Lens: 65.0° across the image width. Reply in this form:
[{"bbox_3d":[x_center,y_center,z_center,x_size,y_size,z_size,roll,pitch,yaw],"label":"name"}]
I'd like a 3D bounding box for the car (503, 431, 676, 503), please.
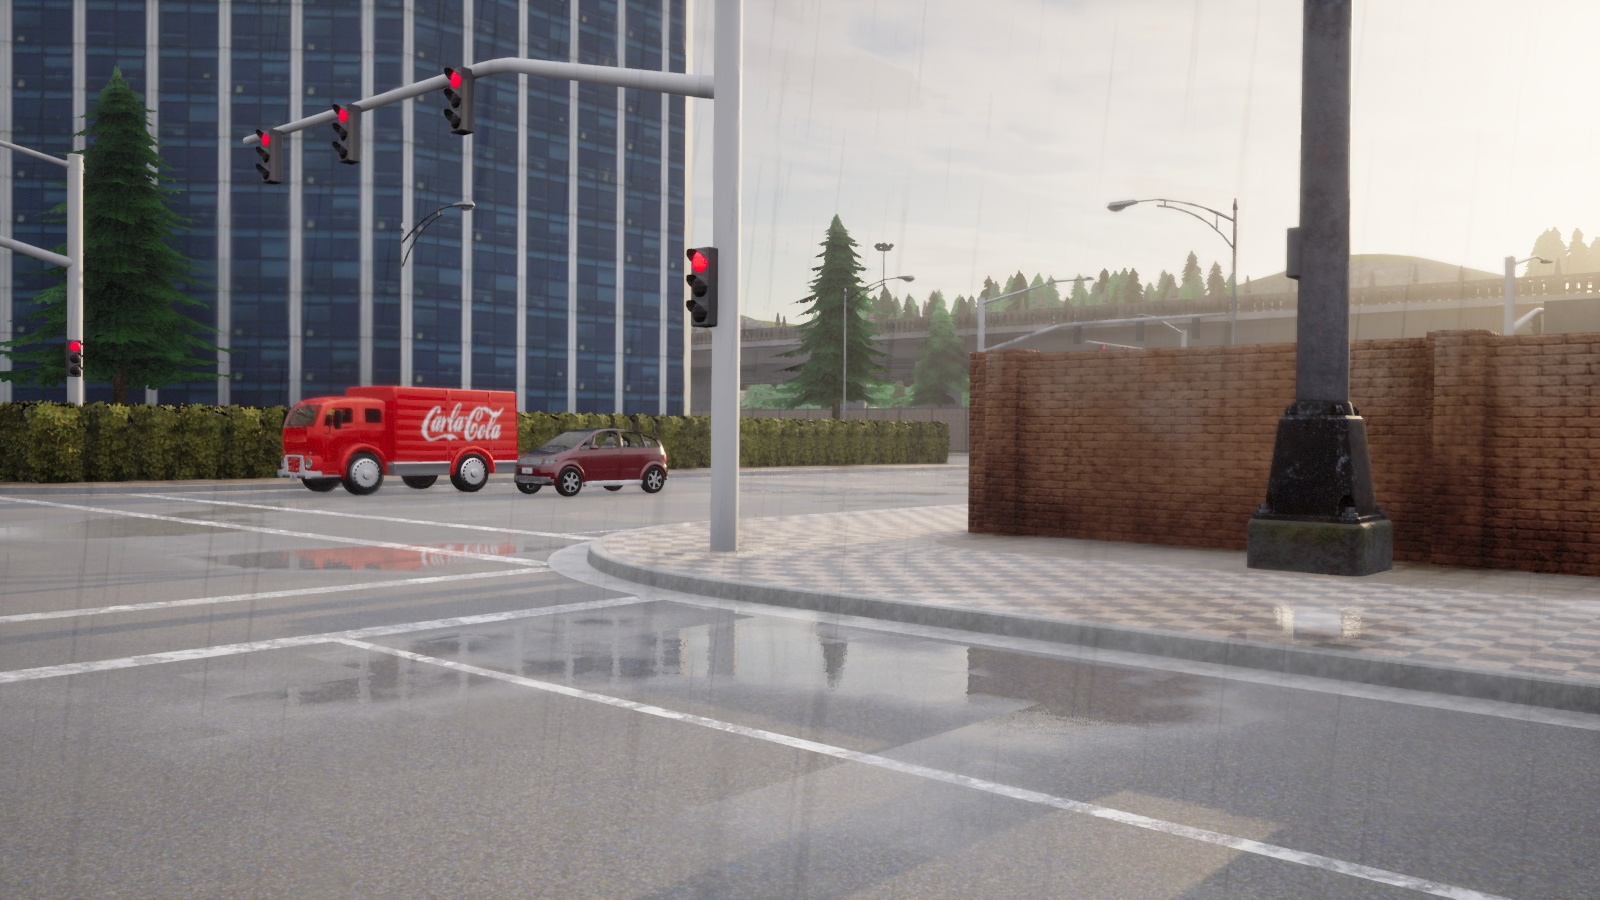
[{"bbox_3d":[-4.882,0.352,29.483,1.789,1.549,3.705,0,1,41],"label":"car"}]

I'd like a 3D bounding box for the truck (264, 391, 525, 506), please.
[{"bbox_3d":[-9.437,-0.074,29.588,2.627,2.467,5.204,0,1,41],"label":"truck"}]
